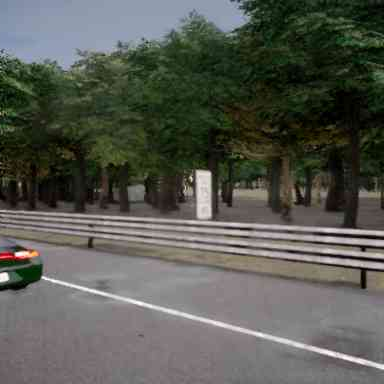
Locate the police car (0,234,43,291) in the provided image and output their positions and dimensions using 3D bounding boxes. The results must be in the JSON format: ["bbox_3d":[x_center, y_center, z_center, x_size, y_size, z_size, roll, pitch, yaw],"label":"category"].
[{"bbox_3d":[-5.813,1.546,8.001,4.974,1.542,2.038,0,0,35],"label":"police car"}]
